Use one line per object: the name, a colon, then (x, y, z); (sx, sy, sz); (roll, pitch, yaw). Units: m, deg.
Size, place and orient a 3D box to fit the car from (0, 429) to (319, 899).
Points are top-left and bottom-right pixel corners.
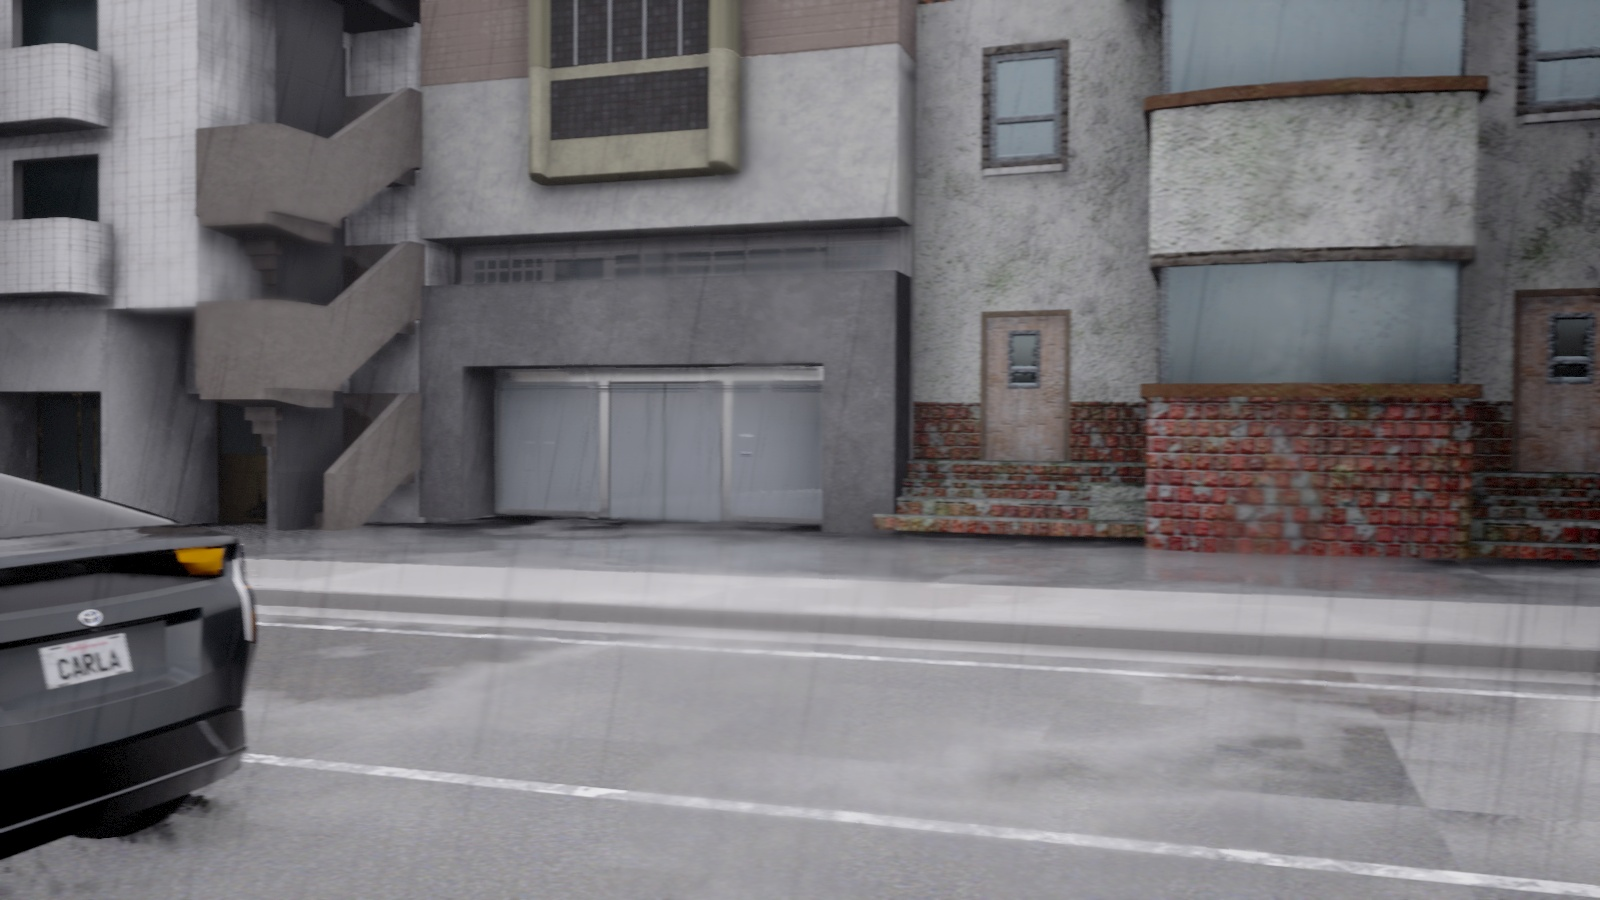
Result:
car: (-4.328, 0.682, 4.647); (4.514, 1.525, 2.007); (1, 1, 19)
